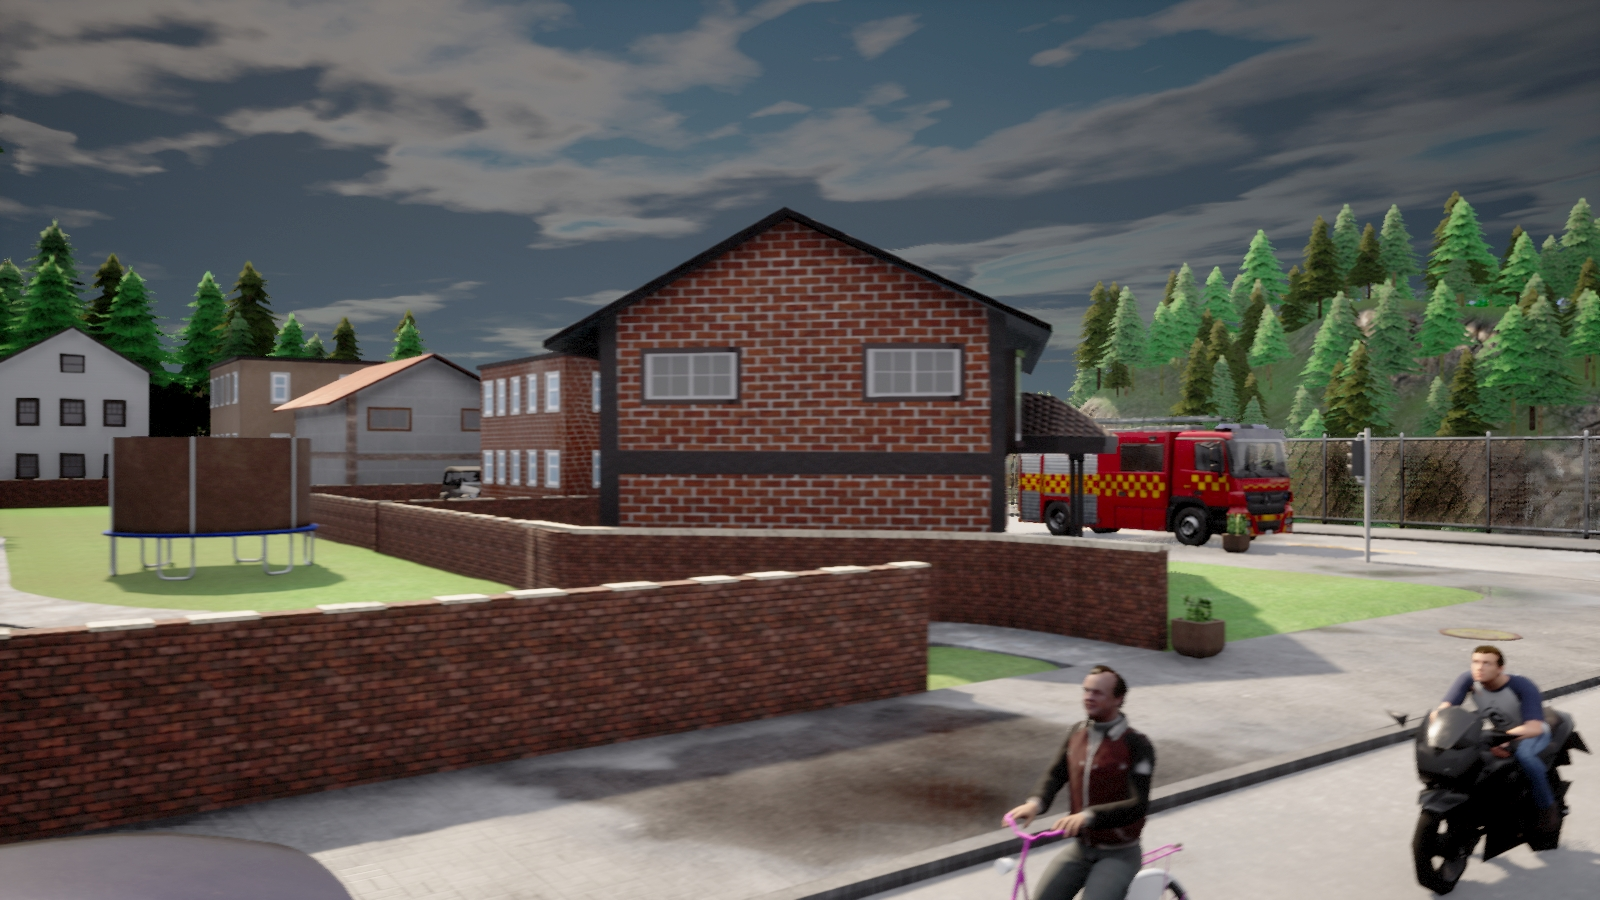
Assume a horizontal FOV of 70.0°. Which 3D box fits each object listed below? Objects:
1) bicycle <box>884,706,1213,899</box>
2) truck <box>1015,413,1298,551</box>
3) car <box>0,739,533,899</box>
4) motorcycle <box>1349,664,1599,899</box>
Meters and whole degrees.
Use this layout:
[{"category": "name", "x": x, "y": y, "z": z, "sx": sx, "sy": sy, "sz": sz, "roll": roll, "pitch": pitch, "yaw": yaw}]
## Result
[{"category": "bicycle", "x": 1.202, "y": 2.060, "z": 5.267, "sx": 1.835, "sy": 1.471, "sz": 0.329, "roll": 0, "pitch": 0, "yaw": -35}, {"category": "truck", "x": 10.862, "y": 0.891, "z": 35.863, "sx": 2.891, "sy": 3.827, "sz": 8.468, "roll": 0, "pitch": 0, "yaw": -35}, {"category": "car", "x": -3.039, "y": 1.968, "z": 2.228, "sx": 4.611, "sy": 1.667, "sz": 2.242, "roll": 0, "pitch": 0, "yaw": -35}, {"category": "motorcycle", "x": 4.581, "y": 2.186, "z": 7.575, "sx": 2.033, "sy": 1.199, "sz": 0.803, "roll": 0, "pitch": 0, "yaw": -35}]
